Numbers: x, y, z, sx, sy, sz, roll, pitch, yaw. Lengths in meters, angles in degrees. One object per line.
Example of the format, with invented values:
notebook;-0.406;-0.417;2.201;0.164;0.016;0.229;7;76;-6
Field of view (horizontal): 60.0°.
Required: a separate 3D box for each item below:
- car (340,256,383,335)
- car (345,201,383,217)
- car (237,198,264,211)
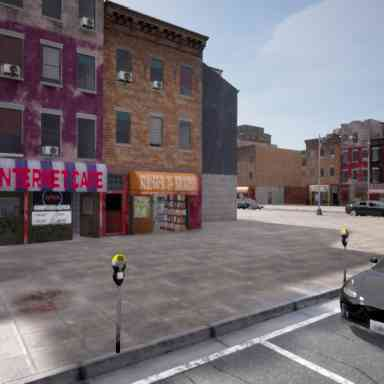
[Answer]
car;4.467;1.567;5.979;4.313;1.339;1.947;0;0;-35
car;15.914;1.539;29.004;1.837;1.490;4.892;1;0;-35
car;6.857;1.558;41.788;2.128;1.511;4.902;1;0;-35
